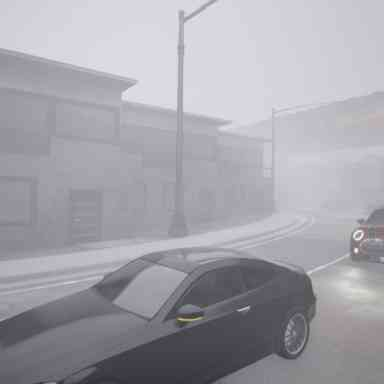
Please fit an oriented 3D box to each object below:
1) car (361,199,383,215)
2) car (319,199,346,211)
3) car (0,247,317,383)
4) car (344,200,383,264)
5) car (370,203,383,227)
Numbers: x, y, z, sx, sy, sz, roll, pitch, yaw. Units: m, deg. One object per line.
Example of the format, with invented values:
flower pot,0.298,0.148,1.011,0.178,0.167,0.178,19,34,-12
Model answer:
car,19.862,1.554,34.796,2.128,1.511,4.902,1,-1,5
car,19.376,1.767,45.773,1.837,1.490,4.892,1,-1,-8
car,-0.166,1.524,4.321,4.674,1.442,1.812,0,0,-40
car,6.816,1.309,11.132,2.097,1.767,4.553,0,0,37
car,13.471,1.507,22.497,1.895,1.301,4.718,1,0,20
